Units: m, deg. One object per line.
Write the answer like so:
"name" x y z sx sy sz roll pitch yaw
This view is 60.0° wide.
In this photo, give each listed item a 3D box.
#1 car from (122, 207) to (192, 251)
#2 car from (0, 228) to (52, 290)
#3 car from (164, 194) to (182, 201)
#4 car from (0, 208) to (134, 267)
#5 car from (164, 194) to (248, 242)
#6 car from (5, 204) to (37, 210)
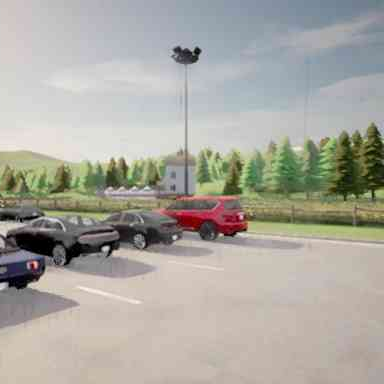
"car" -2.649 1.542 14.472 4.892 1.490 1.837 0 0 35
"car" -5.649 1.633 8.015 4.718 1.301 1.895 0 0 35
"car" -4.914 1.403 86.727 4.605 1.855 1.932 0 0 35
"car" -4.609 1.528 11.570 4.902 1.511 2.128 0 0 35
"car" 0.087 1.256 16.820 5.566 2.045 2.150 0 0 35
"car" -13.681 1.657 26.629 4.181 1.385 1.994 0 0 35
